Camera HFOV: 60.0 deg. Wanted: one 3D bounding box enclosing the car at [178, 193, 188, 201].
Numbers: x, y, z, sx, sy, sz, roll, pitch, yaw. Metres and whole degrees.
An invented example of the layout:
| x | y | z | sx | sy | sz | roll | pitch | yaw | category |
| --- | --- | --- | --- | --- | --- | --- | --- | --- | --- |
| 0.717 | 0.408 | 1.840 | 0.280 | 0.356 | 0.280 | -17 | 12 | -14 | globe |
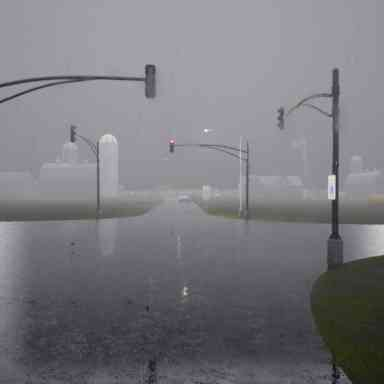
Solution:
| x | y | z | sx | sy | sz | roll | pitch | yaw | category |
| --- | --- | --- | --- | --- | --- | --- | --- | --- | --- |
| -2.113 | 1.183 | 79.967 | 2.150 | 2.045 | 5.566 | 0 | 0 | -4 | car |

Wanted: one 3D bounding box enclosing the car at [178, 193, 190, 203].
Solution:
| x | y | z | sx | sy | sz | roll | pitch | yaw | category |
| --- | --- | --- | --- | --- | --- | --- | --- | --- | --- |
| -1.527 | 1.548 | 69.932 | 1.812 | 1.442 | 4.674 | 0 | 0 | -3 | car |
